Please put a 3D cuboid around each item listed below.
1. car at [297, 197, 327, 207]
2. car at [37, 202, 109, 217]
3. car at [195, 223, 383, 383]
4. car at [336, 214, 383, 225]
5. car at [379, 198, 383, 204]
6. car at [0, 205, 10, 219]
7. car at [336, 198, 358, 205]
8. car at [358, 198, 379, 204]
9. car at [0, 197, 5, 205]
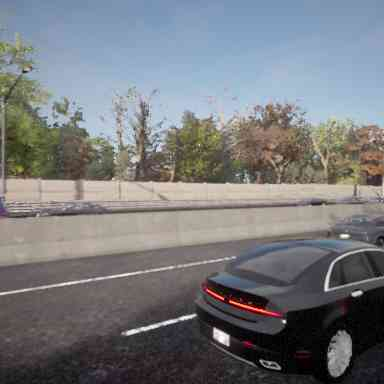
[{"bbox_3d":[16.562,1.504,45.880,5.008,1.535,1.882,0,0,-35],"label":"car"},{"bbox_3d":[-8.419,1.491,23.772,4.902,1.511,2.128,0,0,-35],"label":"car"},{"bbox_3d":[2.324,1.504,5.405,4.892,1.490,1.837,0,0,-36],"label":"car"},{"bbox_3d":[7.154,1.567,13.151,4.181,1.385,1.994,0,0,-36],"label":"car"},{"bbox_3d":[24.128,1.507,38.384,5.008,1.535,1.882,0,0,-35],"label":"car"},{"bbox_3d":[-10.311,1.503,13.834,4.892,1.490,1.837,0,0,-36],"label":"car"},{"bbox_3d":[21.561,1.538,45.143,4.892,1.490,1.837,1,0,-35],"label":"car"},{"bbox_3d":[23.820,1.525,42.455,4.902,1.511,2.128,0,0,-35],"label":"car"},{"bbox_3d":[-12.297,1.220,16.716,5.566,2.045,2.150,0,0,-36],"label":"car"}]
